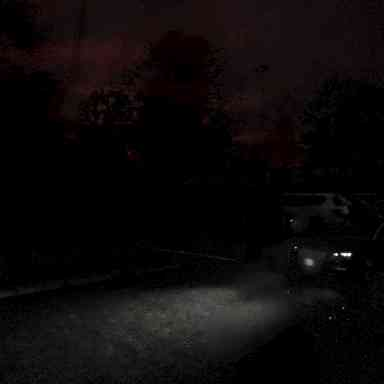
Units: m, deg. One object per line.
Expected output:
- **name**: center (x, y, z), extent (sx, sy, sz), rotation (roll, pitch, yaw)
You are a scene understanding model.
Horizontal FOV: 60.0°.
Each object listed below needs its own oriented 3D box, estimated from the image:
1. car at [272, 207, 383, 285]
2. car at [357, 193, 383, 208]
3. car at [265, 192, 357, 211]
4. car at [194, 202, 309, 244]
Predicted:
- **car**: center (4.796, 1.399, 9.315), extent (4.902, 1.511, 2.128), rotation (0, 1, -35)
- **car**: center (7.330, 1.042, 18.241), extent (5.566, 2.045, 2.435), rotation (0, 0, 35)
- **car**: center (4.806, 1.042, 16.510), extent (5.566, 2.045, 2.435), rotation (0, 0, 35)
- **car**: center (2.335, 1.323, 14.767), extent (4.792, 1.488, 2.163), rotation (0, 0, 35)
